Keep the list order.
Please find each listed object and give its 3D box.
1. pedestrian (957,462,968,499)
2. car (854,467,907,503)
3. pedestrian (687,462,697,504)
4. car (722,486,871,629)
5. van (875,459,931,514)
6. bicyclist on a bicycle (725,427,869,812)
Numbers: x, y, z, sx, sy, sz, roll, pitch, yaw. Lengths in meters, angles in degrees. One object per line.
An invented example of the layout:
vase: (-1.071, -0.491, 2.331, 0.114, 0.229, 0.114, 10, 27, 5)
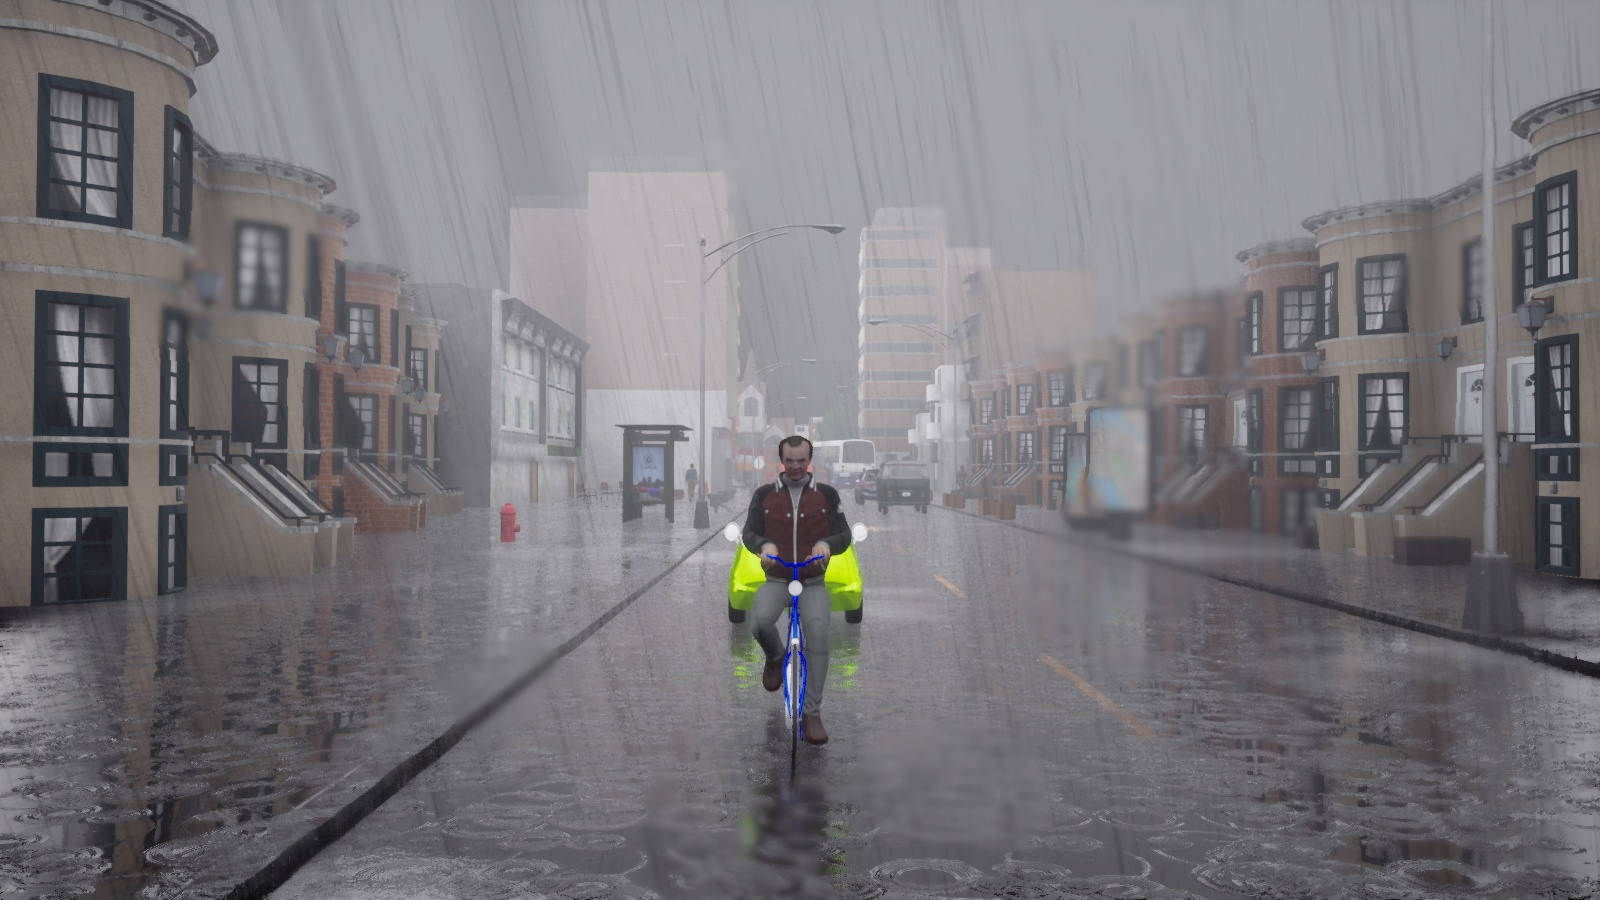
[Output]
pedestrian: (8.585, 1.603, 66.426, 0.396, 1.930, 0.692, 0, -1, -6)
car: (3.837, 1.660, 60.677, 2.242, 1.667, 4.611, 0, -1, 0)
pedestrian: (-5.064, 1.530, 58.855, 0.423, 1.949, 0.788, 0, -1, -1)
car: (-0.036, 1.099, 13.585, 1.481, 1.376, 2.207, 0, -1, 0)
van: (3.872, 1.353, 47.840, 1.775, 1.987, 4.442, 0, -1, 0)
bicyclist on a bicycle: (-0.019, 0.798, 6.736, 0.659, 1.776, 1.843, 0, -1, 0)
